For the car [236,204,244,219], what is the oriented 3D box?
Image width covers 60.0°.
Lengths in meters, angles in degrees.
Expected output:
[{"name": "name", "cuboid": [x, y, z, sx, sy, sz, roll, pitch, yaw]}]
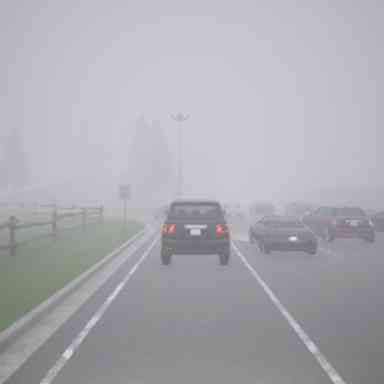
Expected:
[{"name": "car", "cuboid": [3.650, 1.771, 31.413, 1.895, 1.301, 4.718, 0, 0, 0]}]

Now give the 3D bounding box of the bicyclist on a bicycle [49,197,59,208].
[{"name": "bicyclist on a bicycle", "cuboid": [-19.699, 1.559, 48.015, 0.582, 1.620, 1.656, 0, 0, 8]}]

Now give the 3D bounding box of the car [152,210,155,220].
[{"name": "car", "cuboid": [-1.795, 1.697, 27.658, 2.033, 1.411, 5.357, 0, 0, -23]}]

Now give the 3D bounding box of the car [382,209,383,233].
[{"name": "car", "cuboid": [10.627, 1.586, 17.367, 2.128, 1.511, 4.902, 0, 0, 0]}]

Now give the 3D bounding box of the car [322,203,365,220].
[{"name": "car", "cuboid": [14.150, 1.772, 31.395, 1.895, 1.301, 4.718, 0, 0, 0]}]

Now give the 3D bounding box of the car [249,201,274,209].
[{"name": "car", "cuboid": [7.159, 1.665, 34.552, 1.882, 1.535, 5.008, 0, 0, 0]}]

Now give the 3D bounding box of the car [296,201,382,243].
[{"name": "car", "cuboid": [7.124, 1.443, 16.742, 2.097, 1.767, 4.553, 0, 0, 0]}]

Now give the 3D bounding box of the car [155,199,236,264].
[{"name": "car", "cuboid": [0.107, 1.284, 12.212, 2.150, 2.045, 5.566, 0, -1, 0]}]

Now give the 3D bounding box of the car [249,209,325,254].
[{"name": "car", "cuboid": [3.612, 1.641, 13.844, 1.994, 1.385, 4.181, 0, 0, 0]}]

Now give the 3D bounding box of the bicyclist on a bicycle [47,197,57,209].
[{"name": "bicyclist on a bicycle", "cuboid": [-20.186, 1.559, 48.081, 0.582, 1.620, 1.656, 0, 0, 7]}]

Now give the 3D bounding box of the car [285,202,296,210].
[{"name": "car", "cuboid": [10.653, 1.685, 33.025, 1.837, 1.490, 4.892, 0, 0, 0]}]
